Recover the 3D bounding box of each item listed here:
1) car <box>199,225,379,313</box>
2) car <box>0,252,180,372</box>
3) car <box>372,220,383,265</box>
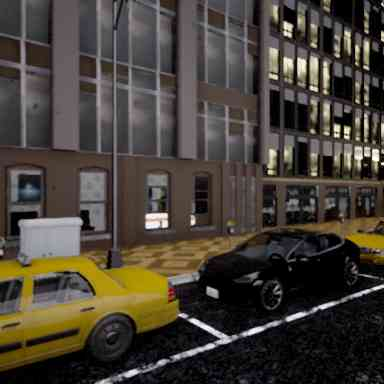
[{"bbox_3d":[2.168,1.546,7.640,4.313,1.339,1.947,0,0,-35],"label":"car"},{"bbox_3d":[-2.476,1.524,4.329,4.829,1.417,1.752,0,0,-35],"label":"car"},{"bbox_3d":[6.535,1.488,10.752,4.829,1.417,1.752,0,0,-35],"label":"car"}]
